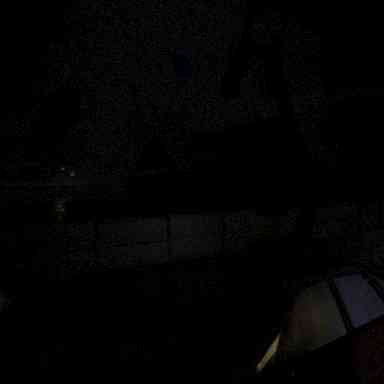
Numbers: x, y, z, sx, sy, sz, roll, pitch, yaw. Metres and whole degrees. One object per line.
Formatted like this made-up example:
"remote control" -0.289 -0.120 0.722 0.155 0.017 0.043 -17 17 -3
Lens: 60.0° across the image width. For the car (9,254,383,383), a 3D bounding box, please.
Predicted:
"car" 0.938 1.518 3.748 5.357 1.411 2.033 -1 0 -36
